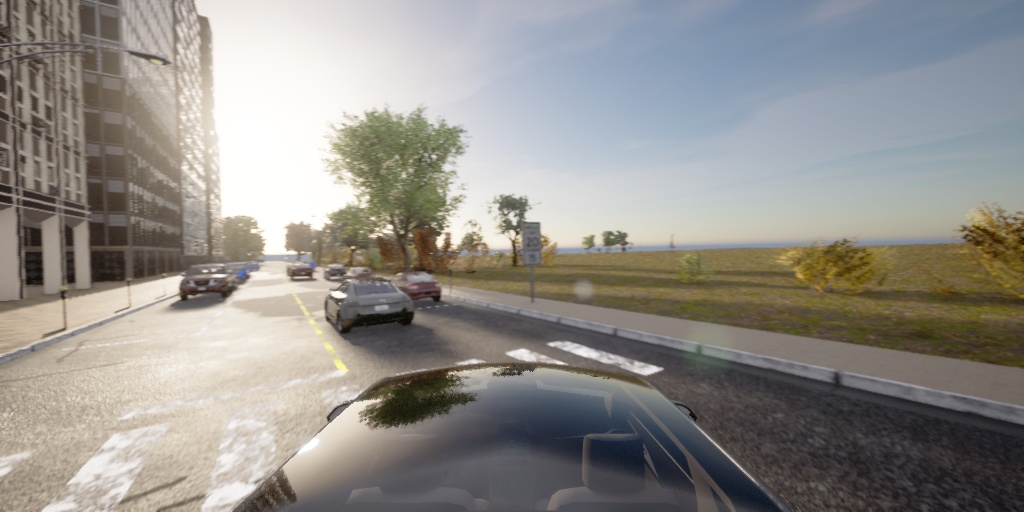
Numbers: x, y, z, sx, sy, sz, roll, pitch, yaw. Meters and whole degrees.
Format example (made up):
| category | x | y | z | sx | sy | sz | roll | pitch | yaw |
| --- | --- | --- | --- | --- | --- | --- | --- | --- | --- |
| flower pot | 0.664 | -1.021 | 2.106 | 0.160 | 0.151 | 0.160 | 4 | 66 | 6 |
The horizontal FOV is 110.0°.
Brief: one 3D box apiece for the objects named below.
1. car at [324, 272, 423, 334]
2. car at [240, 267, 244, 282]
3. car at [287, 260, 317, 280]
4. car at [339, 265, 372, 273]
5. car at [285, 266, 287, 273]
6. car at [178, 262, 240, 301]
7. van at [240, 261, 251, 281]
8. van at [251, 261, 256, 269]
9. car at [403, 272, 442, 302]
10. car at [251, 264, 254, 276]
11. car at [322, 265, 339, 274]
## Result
| category | x | y | z | sx | sy | sz | roll | pitch | yaw |
| --- | --- | --- | --- | --- | --- | --- | --- | --- | --- |
| car | -4.569 | 1.362 | 11.193 | 1.994 | 1.385 | 4.181 | -2 | 1 | -34 |
| car | -20.291 | 1.679 | 25.091 | 1.948 | 1.339 | 4.313 | 0 | 0 | -34 |
| car | -21.581 | 1.524 | 36.723 | 1.882 | 1.535 | 5.008 | -2 | 1 | -33 |
| car | -10.631 | 1.427 | 25.071 | 1.802 | 1.307 | 4.207 | 0 | 0 | -34 |
| car | -27.629 | 1.628 | 45.685 | 2.128 | 1.511 | 4.902 | -2 | 1 | -33 |
| car | -17.245 | 1.384 | 20.454 | 2.192 | 1.841 | 5.009 | 0 | 0 | -34 |
| van | -26.418 | 1.543 | 34.340 | 1.690 | 1.789 | 3.998 | 0 | 0 | -34 |
| van | -32.585 | 1.634 | 43.563 | 1.690 | 1.789 | 3.998 | 0 | 0 | -34 |
| car | -4.439 | 1.336 | 15.878 | 1.802 | 1.307 | 4.207 | 0 | 0 | -34 |
| car | -29.501 | 1.829 | 38.951 | 1.802 | 1.307 | 4.207 | 0 | 0 | -34 |
| car | -16.868 | 1.488 | 34.232 | 2.007 | 1.370 | 4.403 | 0 | 0 | -34 |
